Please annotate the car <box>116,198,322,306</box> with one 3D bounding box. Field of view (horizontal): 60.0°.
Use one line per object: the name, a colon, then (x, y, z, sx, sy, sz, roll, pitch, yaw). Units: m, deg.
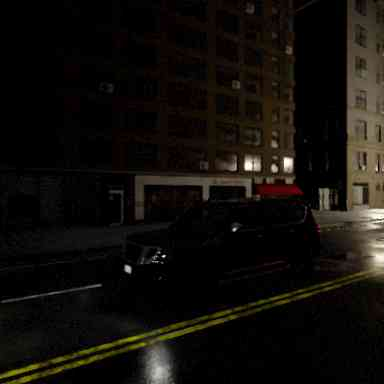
car: (0.950, 1.198, 8.357, 5.566, 2.045, 2.150, 0, 0, -36)
